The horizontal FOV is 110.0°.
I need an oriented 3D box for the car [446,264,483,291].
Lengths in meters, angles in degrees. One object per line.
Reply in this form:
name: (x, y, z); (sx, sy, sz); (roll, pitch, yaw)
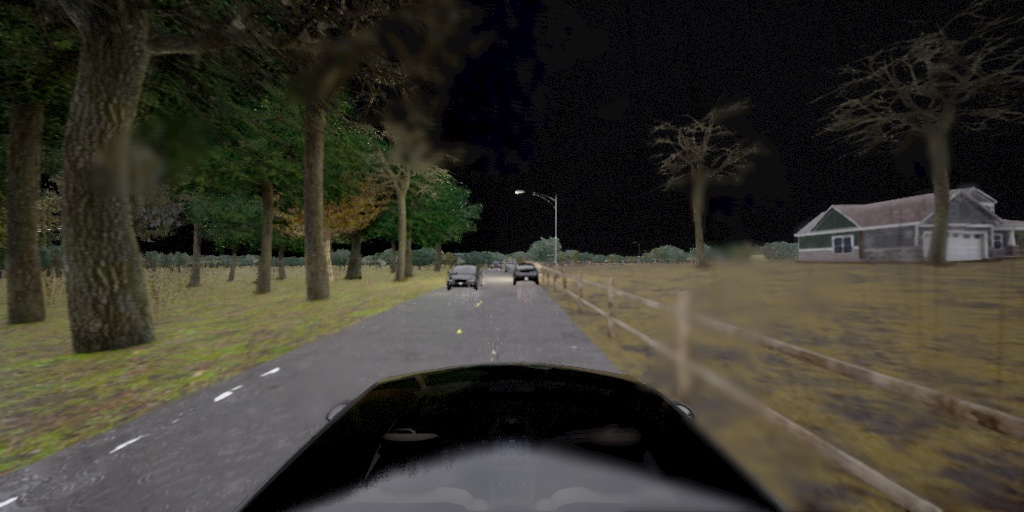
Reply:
car: (-2.843, 1.273, 22.249); (1.837, 1.490, 4.892); (0, 0, 0)

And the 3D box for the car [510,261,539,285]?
car: (0.967, 1.282, 26.360); (1.837, 1.490, 4.892); (0, 0, 0)

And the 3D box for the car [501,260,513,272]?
car: (0.026, 1.343, 47.210); (2.128, 1.511, 4.902); (0, -1, 0)

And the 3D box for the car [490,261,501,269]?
car: (-2.768, 1.615, 63.021); (1.994, 1.385, 4.181); (0, -1, 1)
